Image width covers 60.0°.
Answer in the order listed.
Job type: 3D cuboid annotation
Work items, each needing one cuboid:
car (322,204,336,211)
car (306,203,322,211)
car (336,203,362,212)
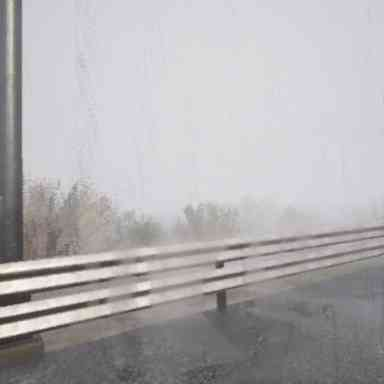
[{"bbox_3d":[30.220,3.103,68.703,5.357,1.411,2.033,-4,3,-19],"label":"car"},{"bbox_3d":[26.854,3.129,71.226,4.892,1.490,1.837,-4,3,-19],"label":"car"},{"bbox_3d":[31.375,3.005,65.395,4.553,1.767,2.097,-4,3,-19],"label":"car"}]
